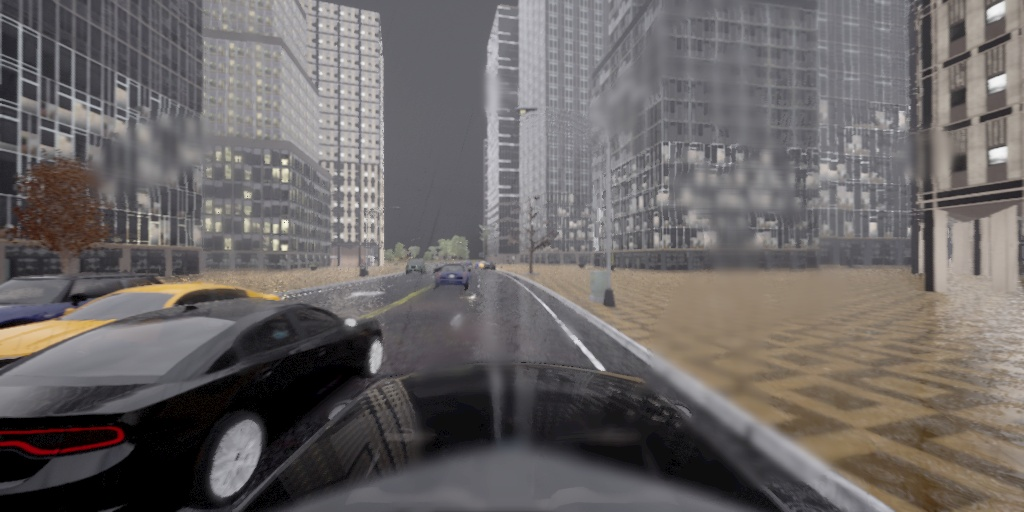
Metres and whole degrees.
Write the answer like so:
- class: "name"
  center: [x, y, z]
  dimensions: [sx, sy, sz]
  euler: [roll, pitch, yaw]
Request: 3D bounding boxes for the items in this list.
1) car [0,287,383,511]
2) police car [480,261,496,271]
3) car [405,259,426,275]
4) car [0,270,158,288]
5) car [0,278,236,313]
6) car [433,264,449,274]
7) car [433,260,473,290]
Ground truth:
- class: "car"
  center: [-3.195, 1.259, 4.388]
  dimensions: [1.882, 1.535, 5.008]
  euler: [0, 0, 0]
- class: "police car"
  center: [-3.926, 1.685, 62.081]
  dimensions: [1.930, 1.638, 5.238]
  euler: [0, 0, -9]
- class: "car"
  center: [-12.803, 1.391, 47.994]
  dimensions: [2.150, 2.045, 5.566]
  euler: [0, 0, -7]
- class: "car"
  center: [-9.939, 1.182, 7.831]
  dimensions: [2.097, 1.767, 4.553]
  euler: [0, 0, -1]
- class: "car"
  center: [-6.666, 1.289, 6.856]
  dimensions: [1.882, 1.535, 5.008]
  euler: [0, 0, -1]
- class: "car"
  center: [-9.659, 1.770, 49.105]
  dimensions: [1.895, 1.301, 4.718]
  euler: [0, -1, -7]
- class: "car"
  center: [-3.906, 1.300, 24.633]
  dimensions: [2.097, 1.767, 4.553]
  euler: [0, 0, -3]
